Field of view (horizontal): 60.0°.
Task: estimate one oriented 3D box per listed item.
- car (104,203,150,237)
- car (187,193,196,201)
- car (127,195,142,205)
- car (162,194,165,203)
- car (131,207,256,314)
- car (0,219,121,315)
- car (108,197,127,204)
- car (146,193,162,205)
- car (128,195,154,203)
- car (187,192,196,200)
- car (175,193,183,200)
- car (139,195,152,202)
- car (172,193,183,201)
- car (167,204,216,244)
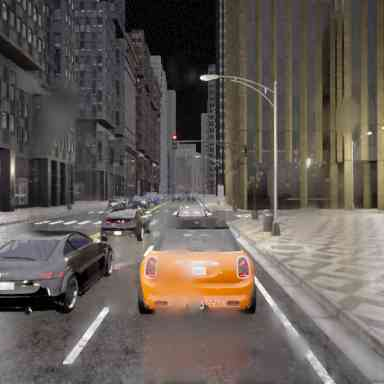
[{"bbox_3d":[-3.171,1.492,16.542,1.837,1.490,4.892,0,0,0],"label":"car"},{"bbox_3d":[-0.105,1.337,74.293,1.812,1.442,4.674,0,0,0],"label":"car"},{"bbox_3d":[-9.911,1.384,57.777,1.837,1.490,4.892,0,0,1],"label":"car"},{"bbox_3d":[-6.623,1.199,66.688,2.097,1.767,4.553,0,0,0],"label":"car"},{"bbox_3d":[0.093,1.349,7.744,2.097,1.767,4.553,0,0,0],"label":"car"},{"bbox_3d":[-3.167,1.561,7.645,1.994,1.385,4.181,0,0,0],"label":"car"},{"bbox_3d":[-9.918,1.417,44.446,2.128,1.511,4.902,0,0,-1],"label":"car"},{"bbox_3d":[-6.685,1.112,54.730,2.150,2.045,5.566,0,0,0],"label":"car"},{"bbox_3d":[-6.662,1.474,44.143,2.033,1.411,5.357,0,0,0],"label":"car"},{"bbox_3d":[-0.119,0.972,84.267,2.097,1.767,4.553,0,0,0],"label":"car"},{"bbox_3d":[-3.369,1.117,84.293,1.837,1.490,4.892,0,0,0],"label":"car"},{"bbox_3d":[-9.853,1.369,71.471,2.033,1.411,5.357,0,0,0],"label":"car"},{"bbox_3d":[-3.355,1.168,74.258,2.097,1.767,4.553,0,0,0],"label":"car"},{"bbox_3d":[0.009,1.479,16.750,2.128,1.511,4.902,0,0,0],"label":"car"}]
